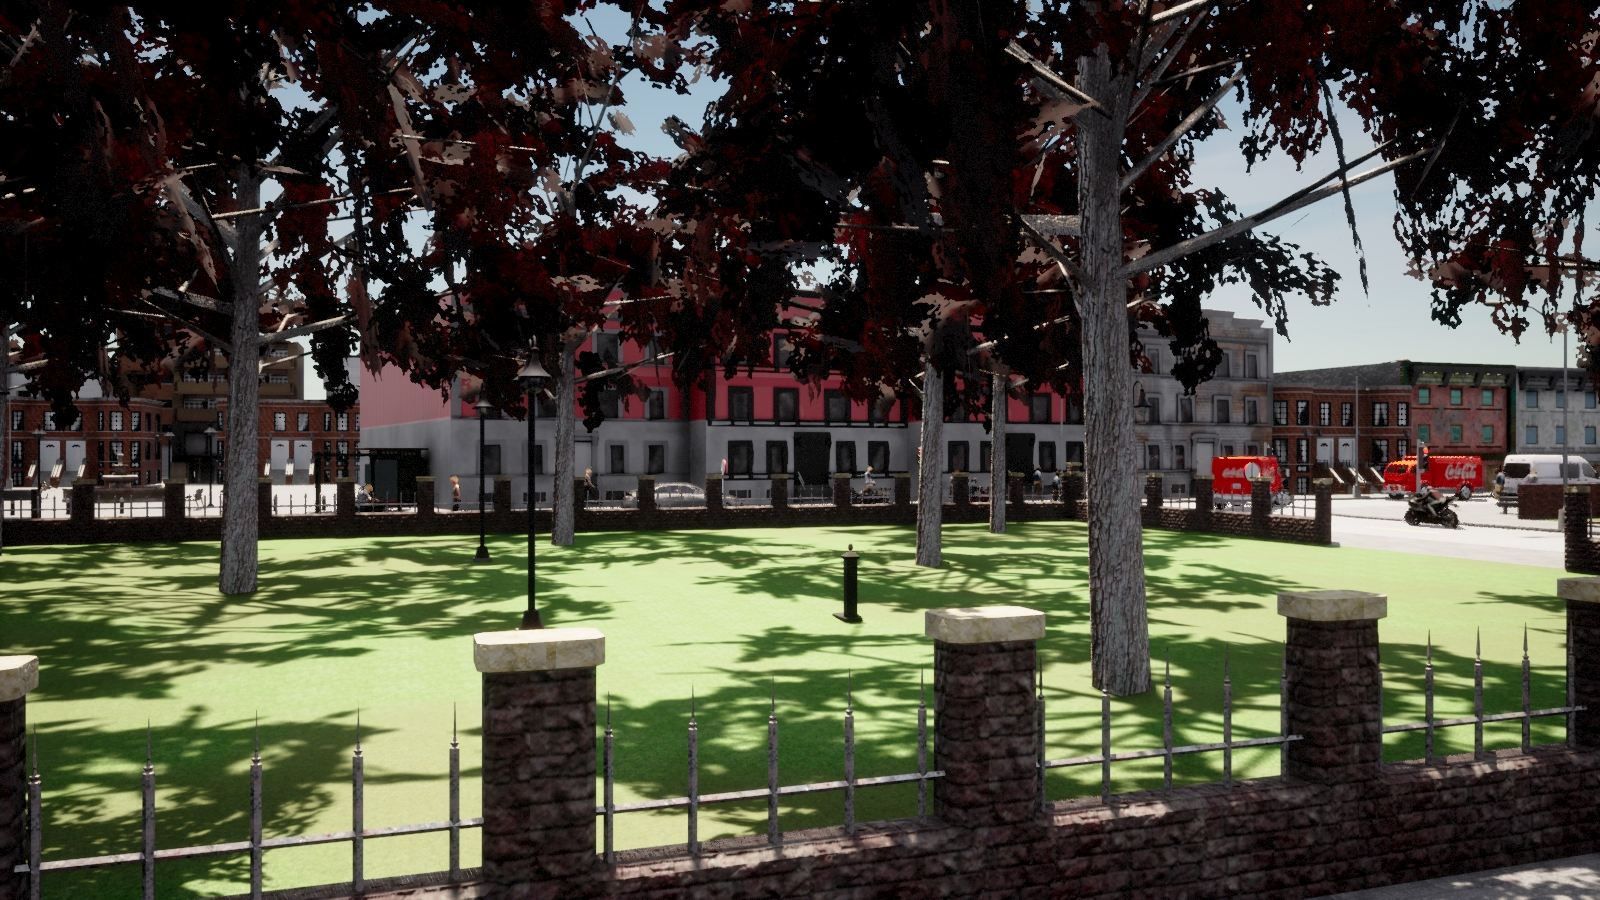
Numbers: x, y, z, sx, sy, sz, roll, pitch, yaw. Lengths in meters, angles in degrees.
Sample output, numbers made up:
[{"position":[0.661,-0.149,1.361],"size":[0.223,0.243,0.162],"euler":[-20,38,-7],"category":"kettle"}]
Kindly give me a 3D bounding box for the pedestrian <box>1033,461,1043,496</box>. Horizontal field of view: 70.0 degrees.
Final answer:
[{"position":[12.729,1.524,61.199],"size":[0.375,1.860,0.375],"euler":[0,0,-22],"category":"pedestrian"}]

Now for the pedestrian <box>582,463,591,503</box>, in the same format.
[{"position":[-9.967,1.524,53.385],"size":[0.375,1.860,0.375],"euler":[0,0,-21],"category":"pedestrian"}]

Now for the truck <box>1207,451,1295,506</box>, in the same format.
[{"position":[21.572,1.341,54.564],"size":[2.627,2.467,5.204],"euler":[-1,-1,36],"category":"truck"}]

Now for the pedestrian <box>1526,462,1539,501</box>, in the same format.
[{"position":[35.506,1.515,55.401],"size":[0.375,1.860,0.375],"euler":[0,0,-10],"category":"pedestrian"}]

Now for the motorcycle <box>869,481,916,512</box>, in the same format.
[{"position":[3.916,1.962,48.413],"size":[1.805,1.236,0.856],"euler":[0,0,-22],"category":"motorcycle"}]

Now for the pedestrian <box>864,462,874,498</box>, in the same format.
[{"position":[3.529,1.523,58.230],"size":[0.375,1.860,0.375],"euler":[0,0,-21],"category":"pedestrian"}]

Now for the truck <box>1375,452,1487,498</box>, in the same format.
[{"position":[35.004,1.348,63.458],"size":[5.204,2.467,2.627],"euler":[0,0,-19],"category":"truck"}]

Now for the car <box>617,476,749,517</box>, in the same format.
[{"position":[-4.679,1.825,45.707],"size":[4.902,1.511,2.128],"euler":[0,0,-19],"category":"car"}]

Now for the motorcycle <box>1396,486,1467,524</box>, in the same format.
[{"position":[22.863,1.985,41.407],"size":[0.867,1.251,2.209],"euler":[0,0,-20],"category":"motorcycle"}]

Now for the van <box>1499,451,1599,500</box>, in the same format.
[{"position":[40.645,1.314,61.329],"size":[5.915,2.561,1.988],"euler":[0,0,-18],"category":"van"}]

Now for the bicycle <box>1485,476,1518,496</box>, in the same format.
[{"position":[40.060,2.036,65.248],"size":[1.487,1.080,0.859],"euler":[0,0,-18],"category":"bicycle"}]

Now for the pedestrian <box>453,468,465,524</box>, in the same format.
[{"position":[-11.426,1.523,38.323],"size":[0.375,1.860,0.375],"euler":[0,0,-19],"category":"pedestrian"}]

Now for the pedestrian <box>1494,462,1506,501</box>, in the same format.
[{"position":[33.595,1.517,54.837],"size":[0.375,1.860,0.375],"euler":[0,0,9],"category":"pedestrian"}]

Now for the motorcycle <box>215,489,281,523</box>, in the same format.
[{"position":[-19.611,1.993,40.617],"size":[2.033,1.145,0.803],"euler":[0,0,-19],"category":"motorcycle"}]

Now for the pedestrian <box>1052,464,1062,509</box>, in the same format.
[{"position":[10.723,1.525,47.608],"size":[0.375,1.860,0.375],"euler":[0,0,16],"category":"pedestrian"}]

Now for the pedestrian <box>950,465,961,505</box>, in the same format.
[{"position":[7.319,1.629,53.776],"size":[0.375,1.860,0.375],"euler":[0,0,-19],"category":"pedestrian"}]
